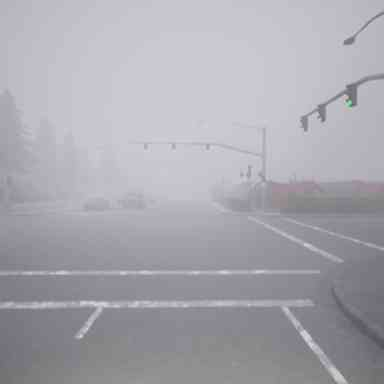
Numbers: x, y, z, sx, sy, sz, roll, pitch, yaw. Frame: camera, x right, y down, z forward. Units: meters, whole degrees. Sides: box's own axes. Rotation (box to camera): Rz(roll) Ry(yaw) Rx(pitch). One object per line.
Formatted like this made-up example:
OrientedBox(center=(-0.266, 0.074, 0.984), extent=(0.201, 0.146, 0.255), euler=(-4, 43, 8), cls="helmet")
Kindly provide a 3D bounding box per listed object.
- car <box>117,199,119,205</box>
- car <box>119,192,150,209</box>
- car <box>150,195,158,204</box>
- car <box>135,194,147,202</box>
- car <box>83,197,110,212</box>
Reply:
OrientedBox(center=(-10.485, 1.227, 52.853), extent=(1.882, 1.535, 5.008), euler=(0, 0, 0), cls="car")
OrientedBox(center=(-7.023, 1.028, 40.960), extent=(2.150, 2.045, 5.566), euler=(0, 0, 1), cls="car")
OrientedBox(center=(-6.962, 1.205, 57.452), extent=(1.882, 1.535, 5.008), euler=(0, 0, 0), cls="car")
OrientedBox(center=(-10.371, 1.199, 68.198), extent=(1.812, 1.442, 4.674), euler=(0, 0, 0), cls="car")
OrientedBox(center=(-10.528, 1.303, 36.858), extent=(1.882, 1.535, 5.008), euler=(0, 0, 0), cls="car")
